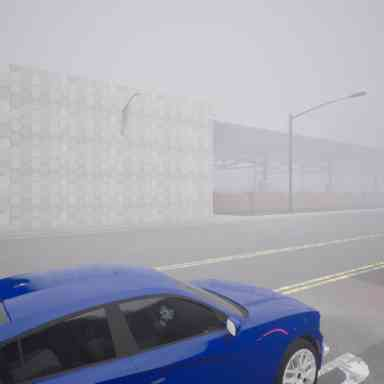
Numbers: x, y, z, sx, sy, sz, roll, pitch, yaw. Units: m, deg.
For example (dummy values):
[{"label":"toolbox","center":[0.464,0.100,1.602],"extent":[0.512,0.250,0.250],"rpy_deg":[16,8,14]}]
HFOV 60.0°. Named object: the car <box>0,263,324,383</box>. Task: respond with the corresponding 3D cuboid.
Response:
[{"label":"car","center":[-0.733,1.478,3.227],"extent":[5.008,1.535,1.882],"rpy_deg":[0,0,-36]}]
